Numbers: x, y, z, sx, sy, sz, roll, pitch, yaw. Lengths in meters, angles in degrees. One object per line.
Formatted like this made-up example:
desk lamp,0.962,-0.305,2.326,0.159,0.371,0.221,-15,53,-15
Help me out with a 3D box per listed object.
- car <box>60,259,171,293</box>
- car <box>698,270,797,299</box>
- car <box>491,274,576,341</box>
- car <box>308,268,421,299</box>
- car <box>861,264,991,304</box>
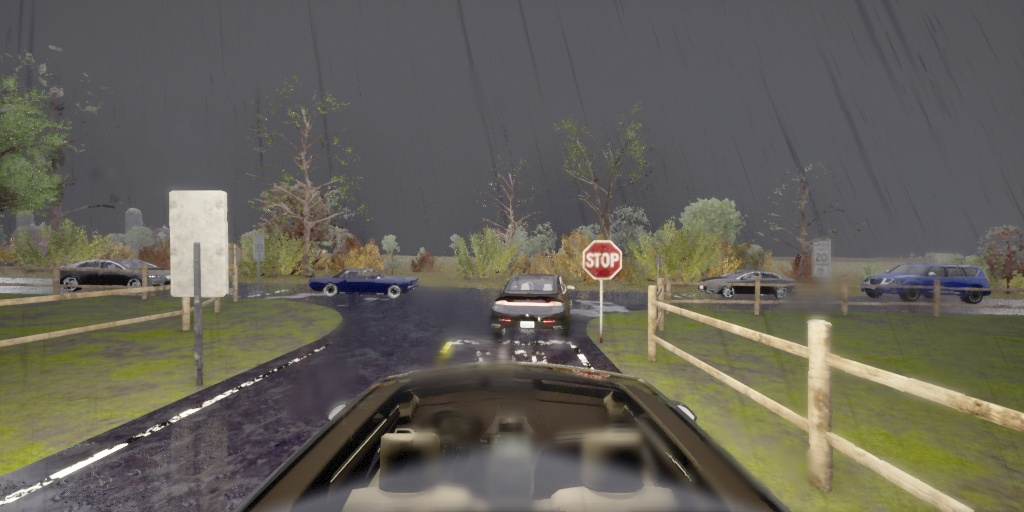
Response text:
car,-18.487,0.885,17.044,4.902,1.511,2.128,1,1,0
car,13.007,1.525,19.950,4.902,1.511,2.128,1,1,0
car,0.708,1.240,9.993,2.128,1.511,4.902,0,0,9
car,-6.819,1.248,17.026,4.718,1.301,1.895,1,1,0
car,22.903,1.466,19.937,5.566,2.045,2.150,1,1,0
